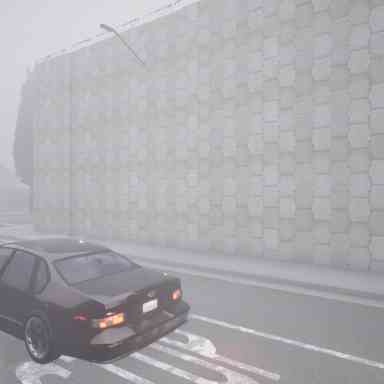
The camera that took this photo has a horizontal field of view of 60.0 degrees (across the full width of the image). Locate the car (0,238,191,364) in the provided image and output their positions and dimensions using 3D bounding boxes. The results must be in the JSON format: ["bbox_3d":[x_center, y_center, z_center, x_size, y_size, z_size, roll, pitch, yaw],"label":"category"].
[{"bbox_3d":[-2.602,1.547,5.834,5.357,1.411,2.033,0,0,35],"label":"car"}]
